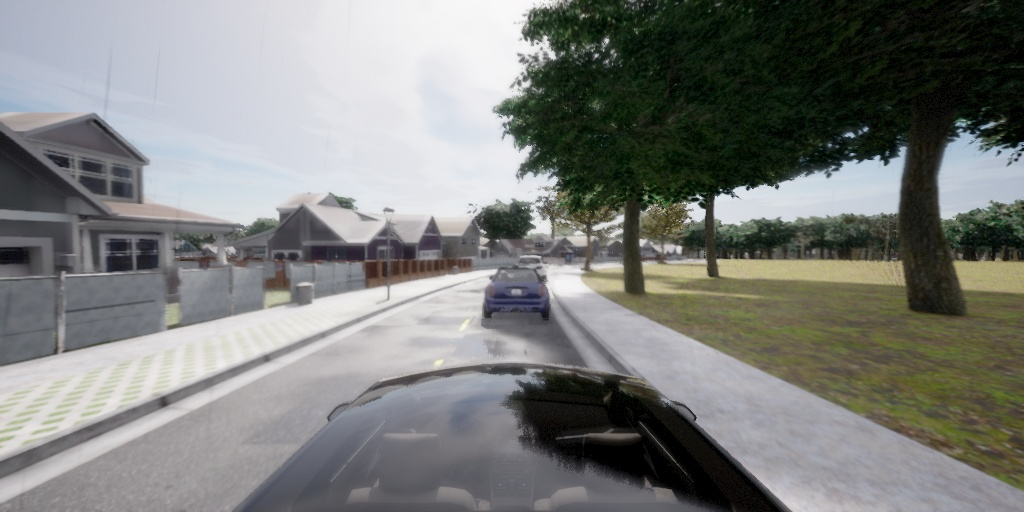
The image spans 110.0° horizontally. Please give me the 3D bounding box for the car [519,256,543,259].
[{"bbox_3d":[1.627,1.031,28.812,2.150,2.045,5.566,0,0,8],"label":"car"}]

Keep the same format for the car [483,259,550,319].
[{"bbox_3d":[0.212,1.118,12.998,2.097,1.767,4.553,0,0,2],"label":"car"}]

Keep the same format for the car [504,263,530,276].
[{"bbox_3d":[0.638,1.413,39.130,1.895,1.301,4.718,0,0,13],"label":"car"}]
